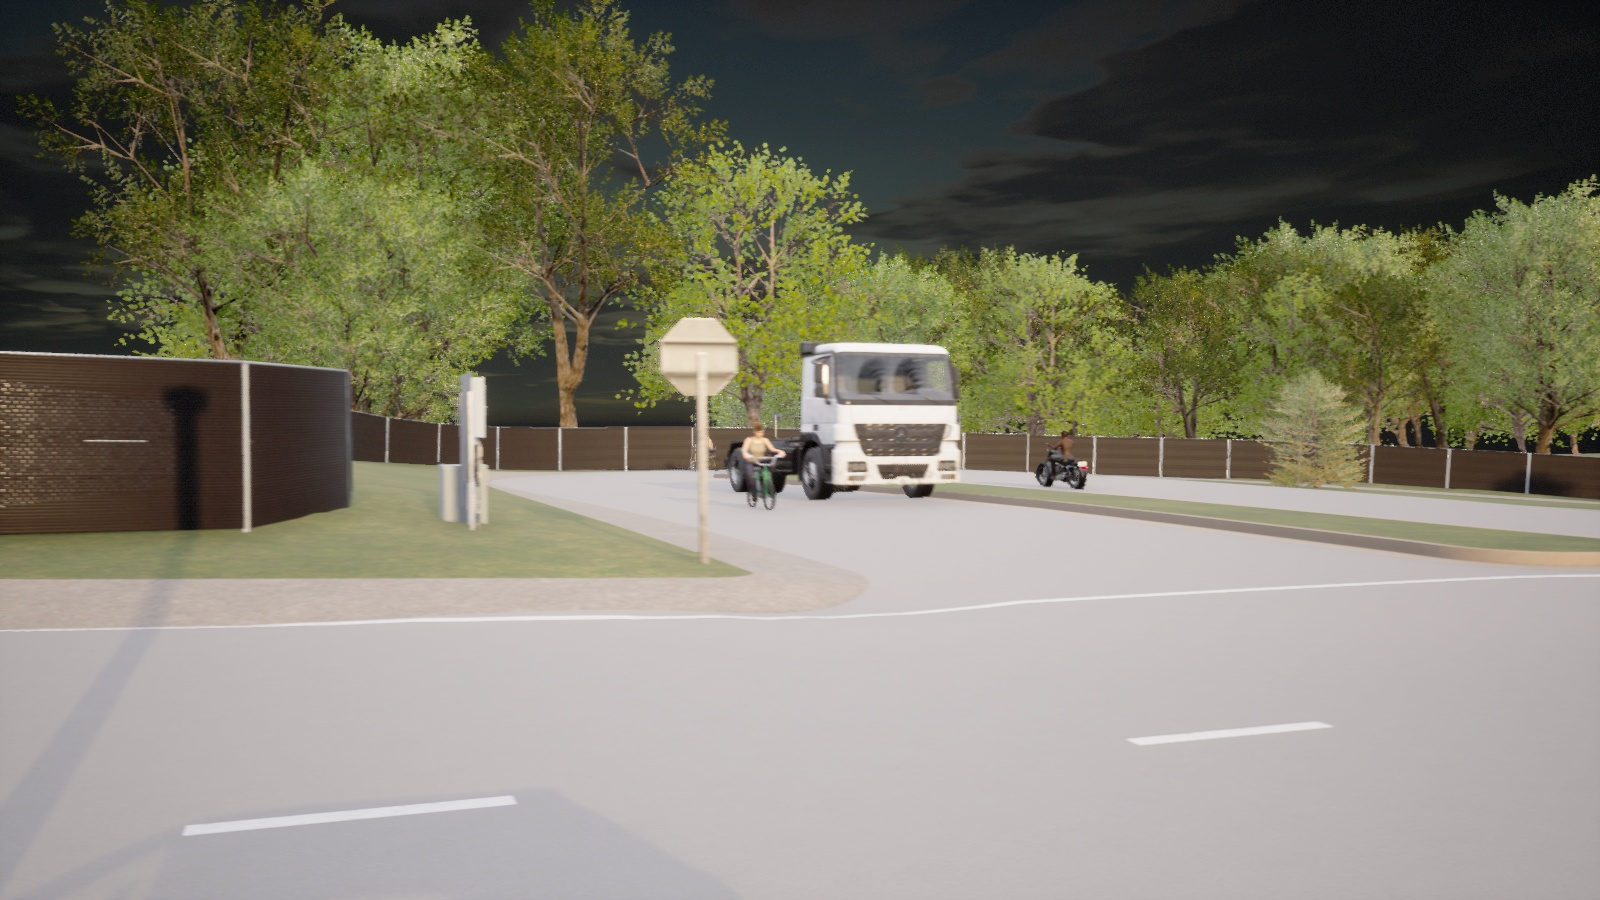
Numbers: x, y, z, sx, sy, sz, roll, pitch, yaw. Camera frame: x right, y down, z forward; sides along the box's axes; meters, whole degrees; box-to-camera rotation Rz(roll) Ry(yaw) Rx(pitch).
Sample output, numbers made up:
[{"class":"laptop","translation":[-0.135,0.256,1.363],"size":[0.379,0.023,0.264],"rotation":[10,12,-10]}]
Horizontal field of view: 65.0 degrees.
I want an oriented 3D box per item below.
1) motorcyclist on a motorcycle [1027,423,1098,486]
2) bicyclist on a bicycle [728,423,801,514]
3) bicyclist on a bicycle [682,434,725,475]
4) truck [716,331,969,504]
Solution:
[{"class":"motorcyclist on a motorcycle","translation":[7.224,0.114,34.688],"size":[0.766,1.649,2.350],"rotation":[-2,1,-20]},{"class":"bicyclist on a bicycle","translation":[-0.684,0.323,23.376],"size":[0.866,1.612,1.509],"rotation":[-2,1,-21]},{"class":"bicyclist on a bicycle","translation":[-3.963,0.167,51.553],"size":[1.509,1.612,0.866],"rotation":[-2,3,-24]},{"class":"truck","translation":[0.675,-0.668,29.414],"size":[2.891,3.462,7.936],"rotation":[-2,0,-22]}]
